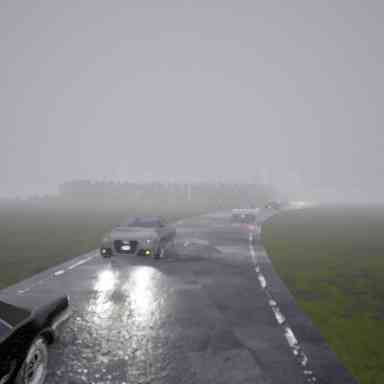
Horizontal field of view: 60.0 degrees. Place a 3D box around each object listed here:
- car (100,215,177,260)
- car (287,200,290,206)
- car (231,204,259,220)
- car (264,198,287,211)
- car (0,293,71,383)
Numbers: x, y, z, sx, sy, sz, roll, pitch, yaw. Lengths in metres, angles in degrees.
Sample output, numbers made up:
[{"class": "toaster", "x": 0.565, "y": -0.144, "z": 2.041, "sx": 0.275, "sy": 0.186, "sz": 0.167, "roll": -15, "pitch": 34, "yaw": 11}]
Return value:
[{"class": "car", "x": -1.807, "y": 1.558, "z": 12.374, "sx": 1.994, "sy": 1.385, "sz": 4.181, "roll": 0, "pitch": 0, "yaw": 8}, {"class": "car", "x": 15.465, "y": 1.758, "z": 57.648, "sx": 2.033, "sy": 1.411, "sz": 5.357, "roll": 0, "pitch": 0, "yaw": 33}, {"class": "car", "x": 4.676, "y": 1.641, "z": 28.491, "sx": 1.895, "sy": 1.301, "sz": 4.718, "roll": 0, "pitch": 0, "yaw": 17}, {"class": "car", "x": 10.784, "y": 1.628, "z": 43.686, "sx": 1.837, "sy": 1.490, "sz": 4.892, "roll": 0, "pitch": 0, "yaw": 26}, {"class": "car", "x": -2.646, "y": 1.590, "z": 2.339, "sx": 1.895, "sy": 1.301, "sz": 4.718, "roll": 0, "pitch": 0, "yaw": 2}]
